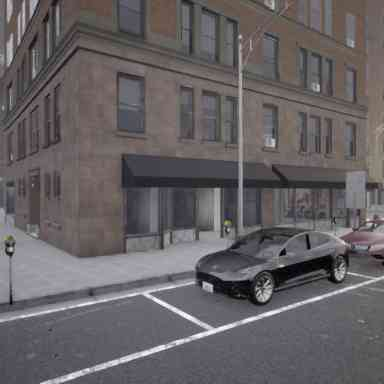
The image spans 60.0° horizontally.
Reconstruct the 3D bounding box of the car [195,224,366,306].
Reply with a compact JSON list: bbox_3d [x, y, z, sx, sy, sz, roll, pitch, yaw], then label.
[{"bbox_3d":[2.088,1.566,8.056,4.313,1.339,1.947,0,0,-36],"label":"car"}]

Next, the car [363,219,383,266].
[{"bbox_3d":[6.550,1.582,11.274,4.206,1.307,1.802,0,0,-36],"label":"car"}]
